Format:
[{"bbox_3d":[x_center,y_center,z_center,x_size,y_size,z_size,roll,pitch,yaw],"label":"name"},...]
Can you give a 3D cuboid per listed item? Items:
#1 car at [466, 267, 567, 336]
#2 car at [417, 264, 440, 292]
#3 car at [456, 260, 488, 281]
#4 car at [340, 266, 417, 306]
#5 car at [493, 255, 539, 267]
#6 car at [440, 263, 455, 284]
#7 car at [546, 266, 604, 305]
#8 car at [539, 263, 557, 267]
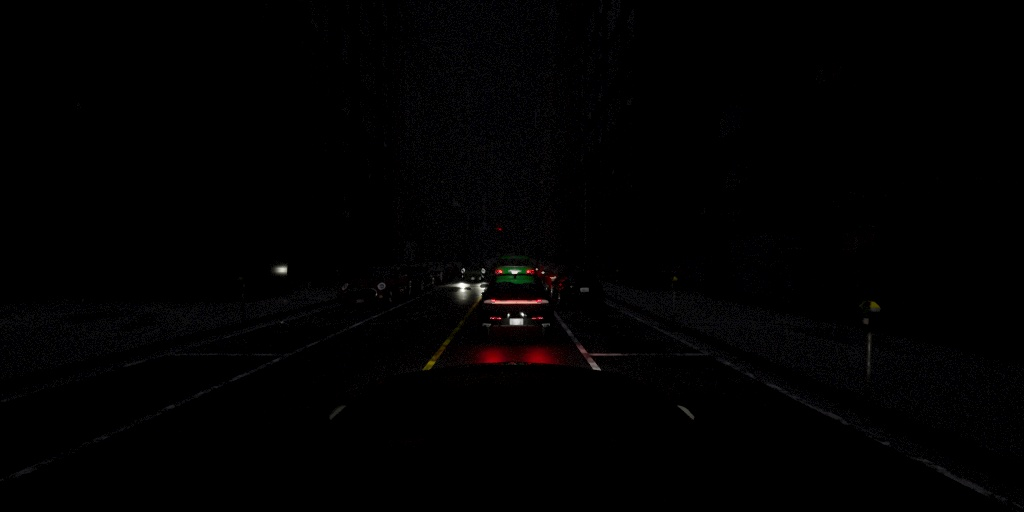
[{"bbox_3d":[0.095,1.240,10.347,2.128,1.511,4.902,0,0,0],"label":"car"},{"bbox_3d":[-5.778,1.314,21.116,1.948,1.339,4.313,0,0,0],"label":"car"},{"bbox_3d":[-3.019,1.153,29.781,2.097,1.767,4.553,0,0,0],"label":"car"},{"bbox_3d":[-5.774,1.188,15.610,1.967,1.591,4.097,0,0,0],"label":"car"},{"bbox_3d":[0.089,0.969,20.266,2.150,2.045,5.566,0,0,-1],"label":"car"},{"bbox_3d":[-5.781,1.299,26.621,2.007,1.370,4.403,0,0,0],"label":"car"},{"bbox_3d":[2.752,1.314,15.616,1.948,1.339,4.313,0,0,0],"label":"car"},{"bbox_3d":[2.748,1.293,21.121,1.888,1.381,4.507,0,0,0],"label":"car"}]
